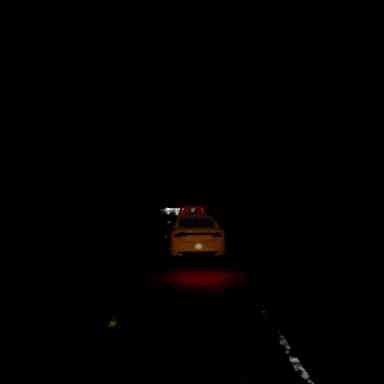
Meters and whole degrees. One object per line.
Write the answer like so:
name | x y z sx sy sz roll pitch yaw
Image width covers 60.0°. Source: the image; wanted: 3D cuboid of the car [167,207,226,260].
car | 0.068 1.537 12.749 1.882 1.535 5.008 0 0 -3

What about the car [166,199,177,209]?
car | -2.803 1.777 50.321 1.994 1.385 4.181 0 0 0

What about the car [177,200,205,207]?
car | 0.080 1.480 29.222 2.097 1.767 4.553 0 0 0
